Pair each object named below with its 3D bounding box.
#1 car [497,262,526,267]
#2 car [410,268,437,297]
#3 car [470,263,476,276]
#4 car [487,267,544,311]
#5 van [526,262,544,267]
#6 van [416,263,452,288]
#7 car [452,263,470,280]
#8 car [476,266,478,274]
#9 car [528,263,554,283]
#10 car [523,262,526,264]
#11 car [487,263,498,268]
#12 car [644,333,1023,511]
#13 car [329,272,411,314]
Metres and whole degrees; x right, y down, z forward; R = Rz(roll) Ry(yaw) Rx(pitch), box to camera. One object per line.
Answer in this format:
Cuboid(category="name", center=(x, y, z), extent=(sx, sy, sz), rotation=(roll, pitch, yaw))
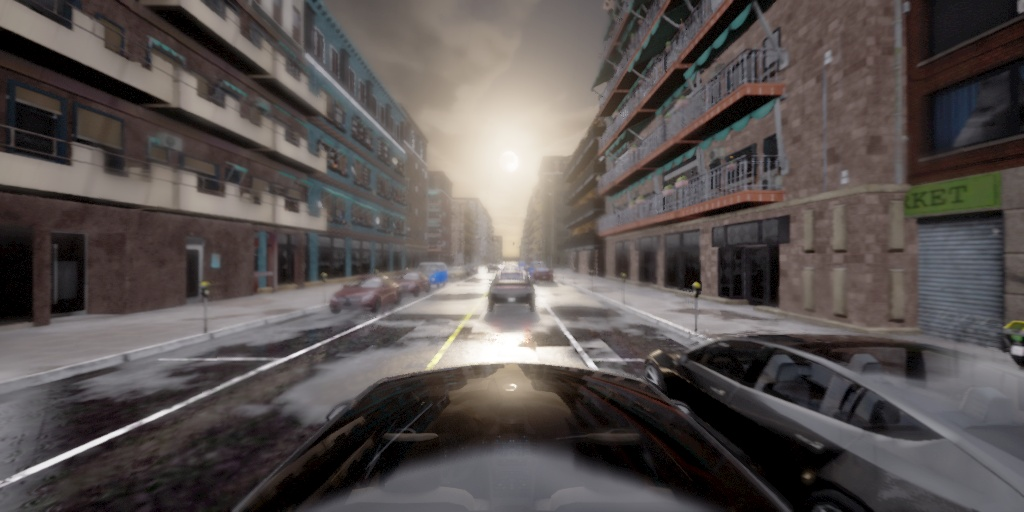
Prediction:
Cuboid(category="car", center=(-0.019, 1.553, 31.094), extent=(1.882, 1.535, 5.008), rotation=(0, 0, 0))
Cuboid(category="car", center=(-5.718, 1.531, 20.192), extent=(1.802, 1.307, 4.207), rotation=(0, 0, 0))
Cuboid(category="car", center=(-5.751, 1.782, 42.837), extent=(1.948, 1.339, 4.313), rotation=(0, 0, 0))
Cuboid(category="car", center=(-0.002, 1.389, 15.351), extent=(2.128, 1.511, 4.902), rotation=(0, 0, 0))
Cuboid(category="van", center=(2.638, 1.489, 37.161), extent=(1.690, 1.789, 3.998), rotation=(0, 0, 0))
Cuboid(category="van", center=(-5.726, 1.355, 25.854), extent=(1.690, 1.789, 3.998), rotation=(0, 0, 0))
Cuboid(category="car", center=(-5.742, 1.673, 37.006), extent=(1.751, 1.417, 4.829), rotation=(0, 0, 0))
Cuboid(category="car", center=(-5.804, 1.750, 50.347), extent=(1.967, 1.591, 4.097), rotation=(0, 0, 0))
Cuboid(category="car", center=(2.646, 1.626, 31.501), extent=(1.888, 1.381, 4.507), rotation=(0, 0, 0))
Cuboid(category="car", center=(2.721, 1.942, 54.140), extent=(1.802, 1.307, 4.207), rotation=(0, 0, 0))
Cuboid(category="car", center=(-3.100, 2.033, 59.646), extent=(1.895, 1.301, 4.718), rotation=(0, -1, 0))
Cuboid(category="car", center=(2.688, 1.331, 3.194), extent=(1.948, 1.339, 4.313), rotation=(0, 0, 0))
Cuboid(category="car", center=(-5.709, 1.468, 14.532), extent=(1.802, 1.307, 4.207), rotation=(0, 0, 0))
